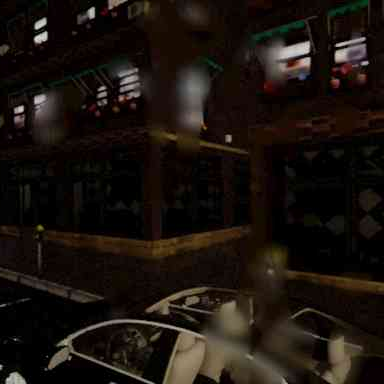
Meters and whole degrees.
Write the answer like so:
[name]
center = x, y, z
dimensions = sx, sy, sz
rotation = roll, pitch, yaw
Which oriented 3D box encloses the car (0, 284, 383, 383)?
[car]
center = -0.013, 1.539, 2.898
dimensions = 4.403, 1.369, 2.008
rotation = 1, -1, 36
